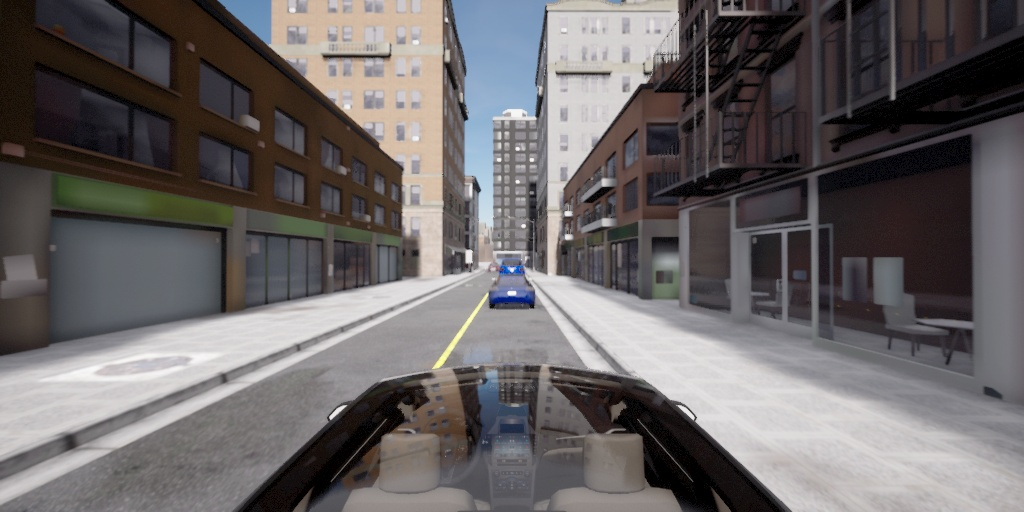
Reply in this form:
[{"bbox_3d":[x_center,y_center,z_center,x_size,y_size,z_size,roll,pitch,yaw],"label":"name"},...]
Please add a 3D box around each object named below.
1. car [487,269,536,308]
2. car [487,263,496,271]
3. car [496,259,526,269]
[{"bbox_3d":[0.003,1.453,16.141,1.994,1.385,4.181,0,-1,0],"label":"car"},{"bbox_3d":[-2.763,1.801,55.218,1.812,1.442,4.674,0,-1,0],"label":"car"},{"bbox_3d":[-0.004,1.249,30.884,2.150,2.045,5.566,0,0,0],"label":"car"}]
